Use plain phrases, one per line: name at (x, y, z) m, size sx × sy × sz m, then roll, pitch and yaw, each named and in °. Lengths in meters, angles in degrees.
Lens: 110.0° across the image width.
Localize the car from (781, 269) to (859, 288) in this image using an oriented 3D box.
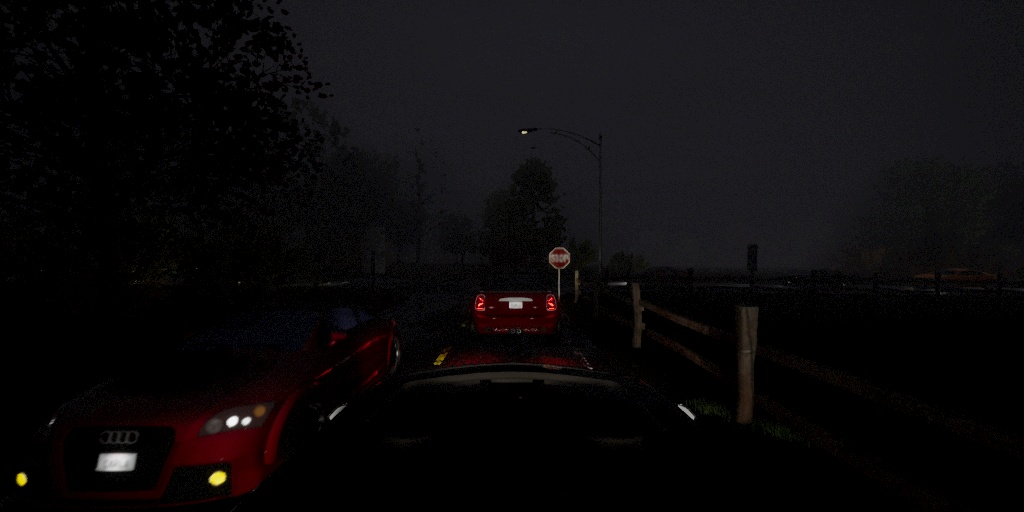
car at (23.101, 1.668, 27.117) m, size 4.718 × 1.301 × 1.895 m, roll 1°, pitch 1°, yaw 0°

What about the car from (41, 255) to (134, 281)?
car at (-28.156, 0.746, 23.965) m, size 4.553 × 1.767 × 2.097 m, roll 1°, pitch 1°, yaw 0°

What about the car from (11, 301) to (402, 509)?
car at (-2.887, 1.313, 4.595) m, size 1.994 × 1.385 × 4.181 m, roll 0°, pitch 0°, yaw 0°

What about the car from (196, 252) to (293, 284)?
car at (-17.884, 0.756, 24.023) m, size 5.566 × 2.045 × 2.150 m, roll 1°, pitch 1°, yaw 0°

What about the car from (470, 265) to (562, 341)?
car at (0.081, 1.100, 10.015) m, size 2.097 × 1.767 × 4.553 m, roll 0°, pitch 0°, yaw 0°

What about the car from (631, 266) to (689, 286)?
car at (11.217, 1.461, 27.102) m, size 4.181 × 1.385 × 1.994 m, roll 1°, pitch 1°, yaw 0°

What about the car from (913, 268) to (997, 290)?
car at (33.475, 1.694, 27.120) m, size 5.008 × 1.535 × 1.882 m, roll 1°, pitch 1°, yaw 0°
